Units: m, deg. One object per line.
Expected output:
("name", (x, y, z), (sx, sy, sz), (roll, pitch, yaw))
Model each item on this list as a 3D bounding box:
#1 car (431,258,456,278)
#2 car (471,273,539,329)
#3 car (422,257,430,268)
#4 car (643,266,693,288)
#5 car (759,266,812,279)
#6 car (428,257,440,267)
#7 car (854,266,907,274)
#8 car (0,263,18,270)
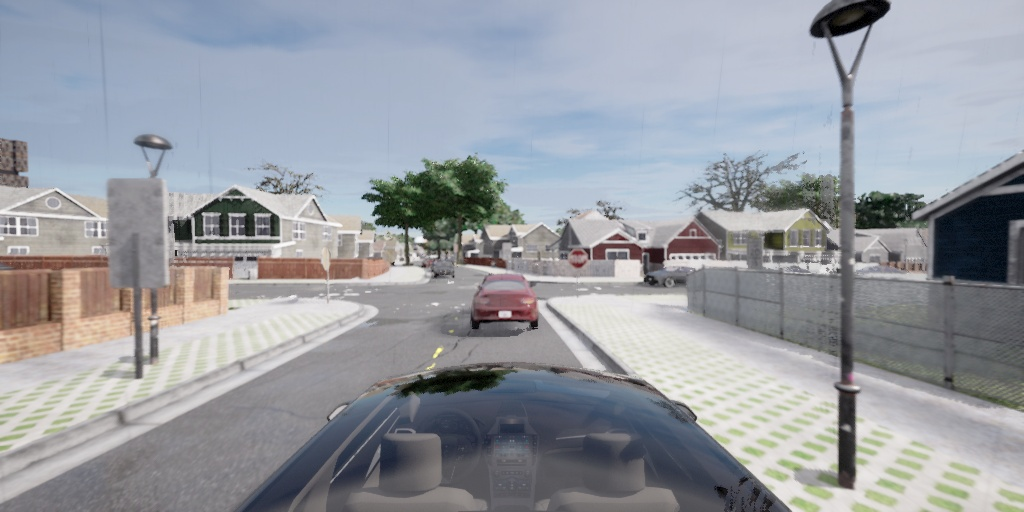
("car", (-6.248, 1.201, 32.998), (1.837, 1.490, 4.892), (0, 0, -12))
("car", (-0.208, 1.254, 11.075), (1.812, 1.442, 4.674), (0, 0, -1))
("car", (-13.374, 1.007, 58.255), (2.097, 1.767, 4.553), (-1, 0, -19))
("car", (11.179, 1.376, 24.512), (4.181, 1.385, 1.994), (1, 1, -14))
("car", (20.494, 1.463, 26.868), (4.181, 1.385, 1.994), (1, 1, -15))
("car", (-8.924, 1.225, 44.203), (2.033, 1.411, 5.357), (0, 0, -16))
("car", (30.418, 1.540, 29.786), (5.357, 1.411, 2.033), (1, 1, -18))
("car", (-28.617, 0.966, 18.394), (4.892, 1.490, 1.837), (0, 1, -4))
